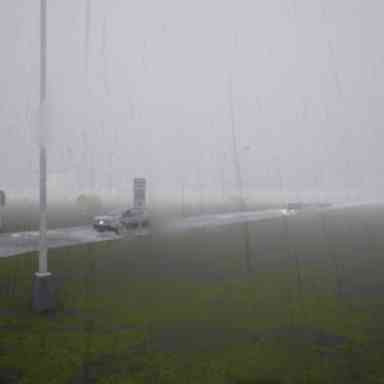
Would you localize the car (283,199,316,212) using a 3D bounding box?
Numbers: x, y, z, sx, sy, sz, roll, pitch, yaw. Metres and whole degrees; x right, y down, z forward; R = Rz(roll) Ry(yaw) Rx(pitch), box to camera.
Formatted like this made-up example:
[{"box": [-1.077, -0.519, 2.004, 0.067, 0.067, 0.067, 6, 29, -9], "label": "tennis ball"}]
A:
[{"box": [14.076, 1.734, 43.268, 1.882, 1.535, 5.008, 0, 0, 37], "label": "car"}]

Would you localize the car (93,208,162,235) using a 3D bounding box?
[{"box": [-3.654, 1.612, 19.411, 1.994, 1.385, 4.181, 0, 0, 37], "label": "car"}]

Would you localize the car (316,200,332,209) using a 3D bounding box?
[{"box": [20.292, 1.920, 51.736, 1.895, 1.301, 4.718, 0, 0, 37], "label": "car"}]

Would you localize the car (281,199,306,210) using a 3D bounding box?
[{"box": [15.088, 1.785, 49.331, 2.128, 1.511, 4.902, 0, 0, 37], "label": "car"}]
